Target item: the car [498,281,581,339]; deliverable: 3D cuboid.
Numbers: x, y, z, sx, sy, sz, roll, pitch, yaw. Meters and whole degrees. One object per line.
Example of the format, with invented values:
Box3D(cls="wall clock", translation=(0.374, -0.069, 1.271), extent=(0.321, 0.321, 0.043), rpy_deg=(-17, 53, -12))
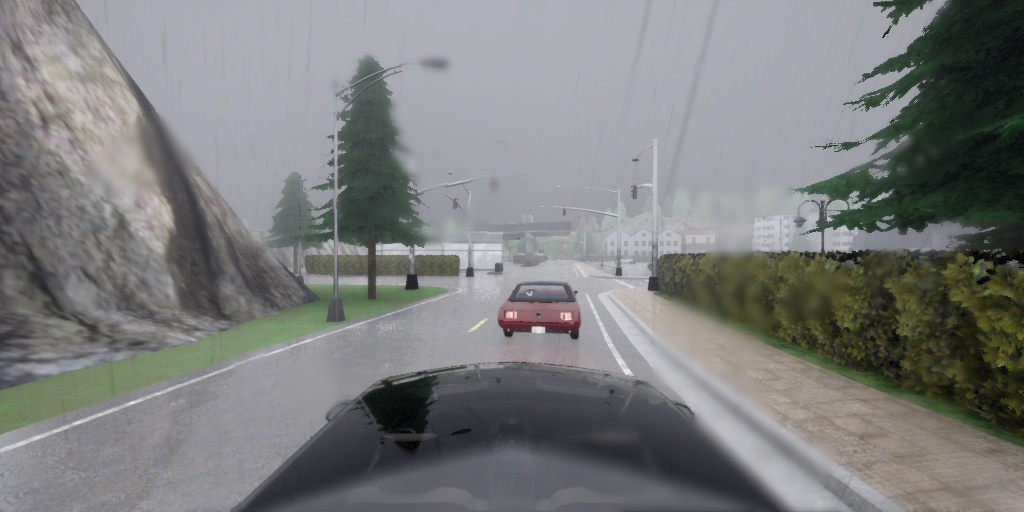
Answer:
Box3D(cls="car", translation=(0.918, 1.351, 10.149), extent=(1.895, 1.301, 4.718), rpy_deg=(0, 0, 8))
